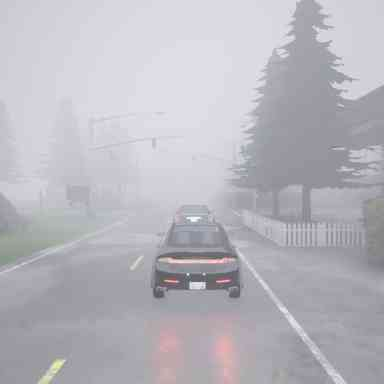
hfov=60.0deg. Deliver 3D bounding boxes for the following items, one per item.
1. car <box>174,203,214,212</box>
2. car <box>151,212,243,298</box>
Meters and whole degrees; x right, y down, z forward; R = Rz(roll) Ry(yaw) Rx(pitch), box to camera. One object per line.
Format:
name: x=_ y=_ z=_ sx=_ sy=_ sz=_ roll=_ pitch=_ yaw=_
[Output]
car: x=0.094 y=1.352 z=17.631 sx=2.097 sy=1.767 sz=4.553 roll=0 pitch=0 yaw=0
car: x=0.097 y=1.492 z=8.477 sx=2.128 sy=1.511 sz=4.902 roll=0 pitch=0 yaw=0
